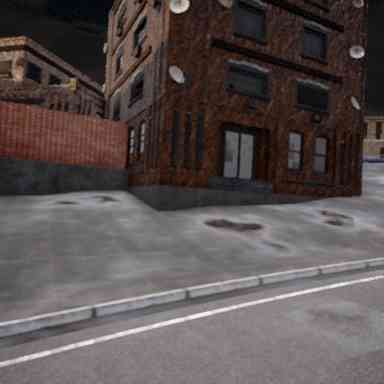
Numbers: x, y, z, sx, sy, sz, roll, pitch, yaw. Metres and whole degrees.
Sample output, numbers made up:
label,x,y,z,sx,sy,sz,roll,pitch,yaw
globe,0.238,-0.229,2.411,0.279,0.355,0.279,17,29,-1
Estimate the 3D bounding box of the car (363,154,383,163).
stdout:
label,x,y,z,sx,sy,sz,roll,pitch,yaw
car,23.068,-3.920,42.070,4.553,1.767,2.185,2,-2,16
